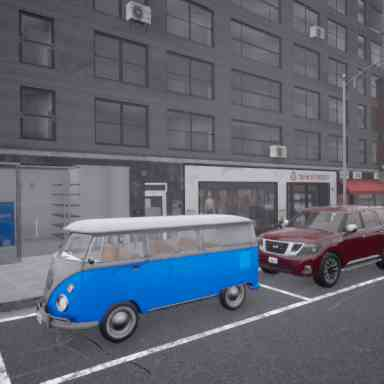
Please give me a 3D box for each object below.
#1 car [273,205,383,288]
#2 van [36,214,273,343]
[{"bbox_3d":[3.974,1.312,9.420,5.009,1.841,2.192,0,-1,-36],"label":"car"},{"bbox_3d":[-0.559,1.340,6.157,3.998,1.788,1.690,0,-1,-36],"label":"van"}]
